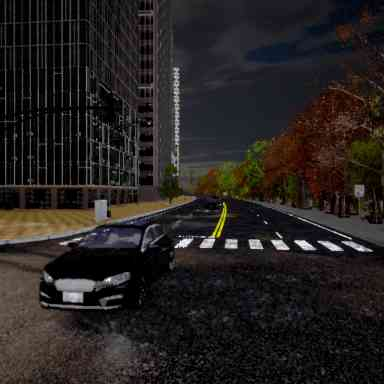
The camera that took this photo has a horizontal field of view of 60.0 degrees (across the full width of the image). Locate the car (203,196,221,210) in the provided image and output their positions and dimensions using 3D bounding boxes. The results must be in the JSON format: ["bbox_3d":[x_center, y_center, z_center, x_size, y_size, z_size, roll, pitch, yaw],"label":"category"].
[{"bbox_3d":[2.536,1.575,42.333,1.994,1.385,4.181,0,0,6],"label":"car"}]

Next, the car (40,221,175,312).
[{"bbox_3d":[-1.659,1.498,8.020,2.128,1.511,4.902,0,0,8],"label":"car"}]

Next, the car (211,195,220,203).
[{"bbox_3d":[4.562,1.413,64.251,1.812,1.442,4.674,0,0,4],"label":"car"}]
